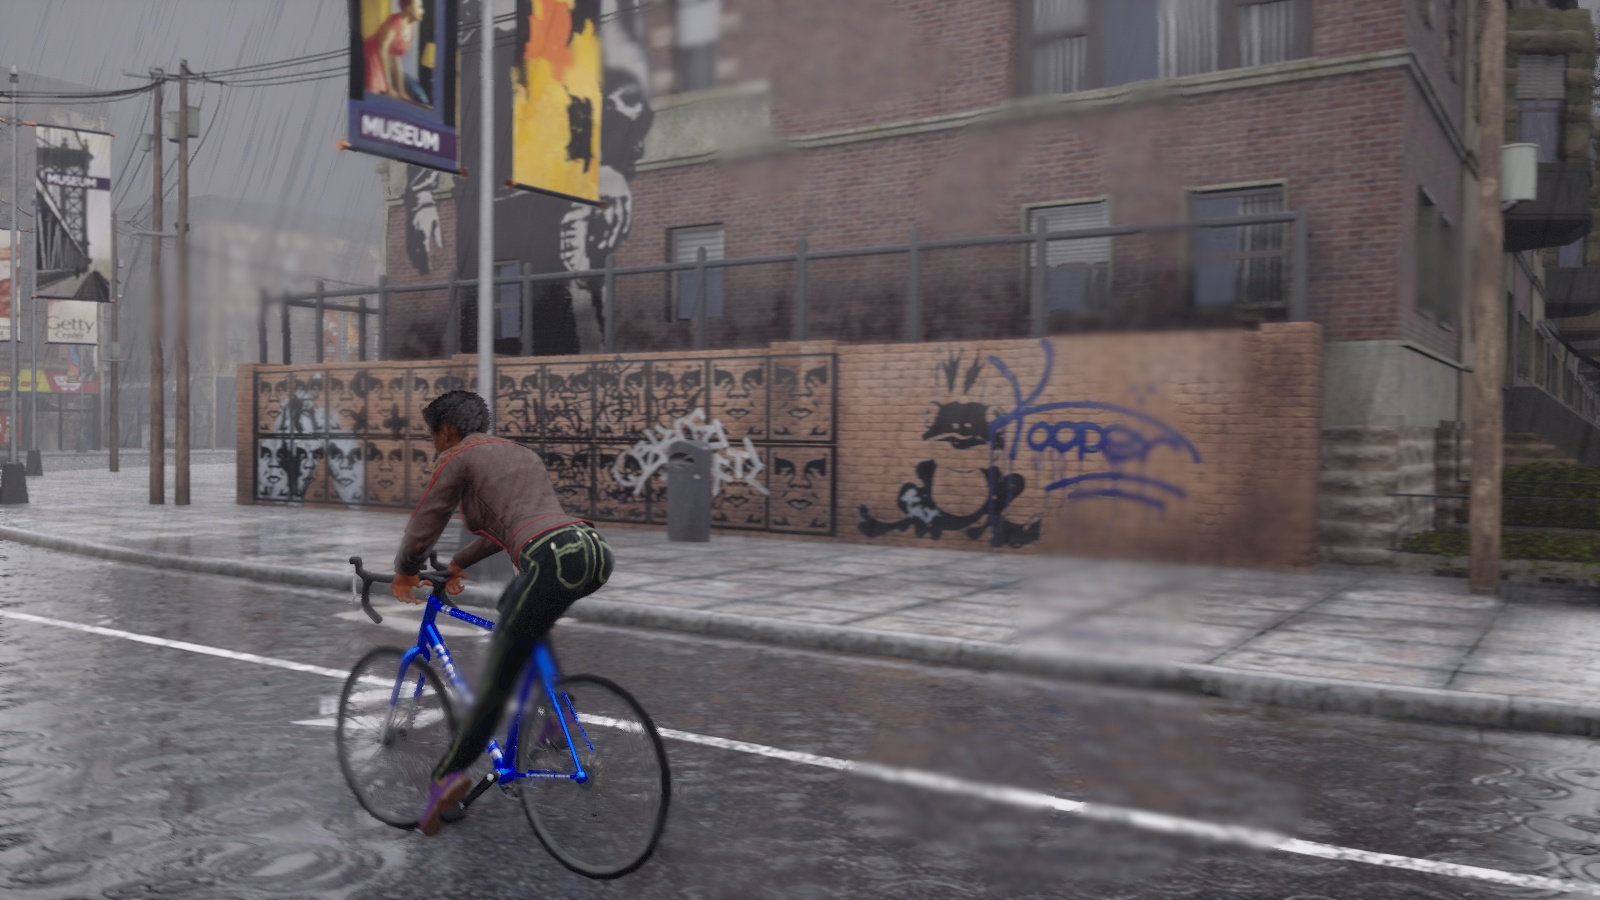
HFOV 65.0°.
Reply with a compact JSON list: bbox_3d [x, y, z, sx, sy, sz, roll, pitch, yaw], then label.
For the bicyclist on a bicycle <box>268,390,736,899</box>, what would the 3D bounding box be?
[{"bbox_3d":[-1.080,0.634,4.395,1.656,1.620,0.582,0,1,33],"label":"bicyclist on a bicycle"}]
